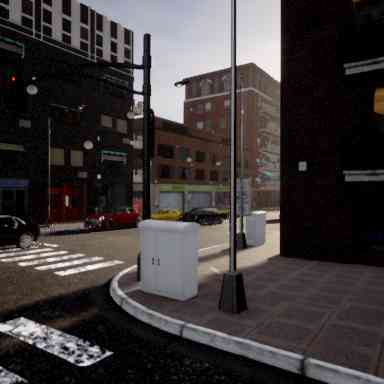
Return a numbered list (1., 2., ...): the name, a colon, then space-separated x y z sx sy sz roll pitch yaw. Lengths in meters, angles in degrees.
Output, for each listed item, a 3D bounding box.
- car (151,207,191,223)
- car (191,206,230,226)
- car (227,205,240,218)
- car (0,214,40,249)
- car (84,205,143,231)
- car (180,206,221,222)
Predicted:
1. car: -2.386 1.943 27.550 1.752 1.417 4.829 -1 -2 35
2. car: 0.962 2.066 27.795 1.895 1.301 4.718 0 -1 35
3. car: 3.935 2.151 36.609 1.752 1.417 4.829 -1 -2 35
4. car: -8.388 1.646 13.122 1.837 1.490 4.892 0 -1 24
5. car: -5.449 1.757 23.162 1.967 1.590 4.097 -1 -2 35
6. car: 0.871 2.091 32.218 1.947 1.339 4.313 -1 -2 35
